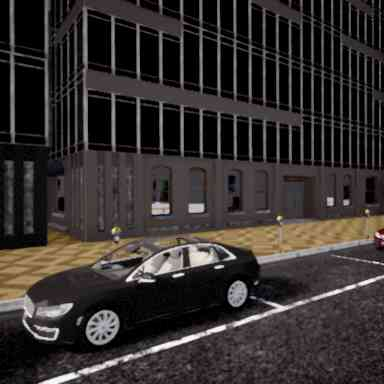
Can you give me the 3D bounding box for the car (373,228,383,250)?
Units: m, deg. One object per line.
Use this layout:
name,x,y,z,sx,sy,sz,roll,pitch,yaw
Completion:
car,8.629,1.516,12.716,4.206,1.307,1.802,0,0,-36

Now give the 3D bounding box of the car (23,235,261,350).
car,-0.639,1.537,6.105,4.403,1.369,2.008,0,0,-36
